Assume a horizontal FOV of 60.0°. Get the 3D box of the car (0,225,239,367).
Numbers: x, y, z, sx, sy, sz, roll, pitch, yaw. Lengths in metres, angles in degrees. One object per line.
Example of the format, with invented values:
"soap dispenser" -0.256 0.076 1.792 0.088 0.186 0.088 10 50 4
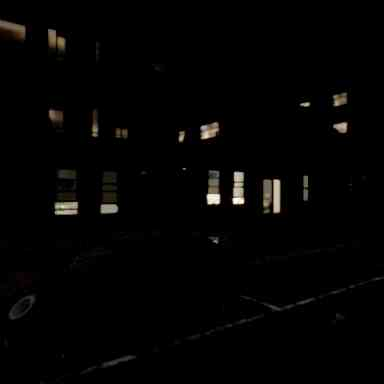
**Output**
"car" -1.188 1.430 5.701 4.097 1.590 1.967 0 1 -35
